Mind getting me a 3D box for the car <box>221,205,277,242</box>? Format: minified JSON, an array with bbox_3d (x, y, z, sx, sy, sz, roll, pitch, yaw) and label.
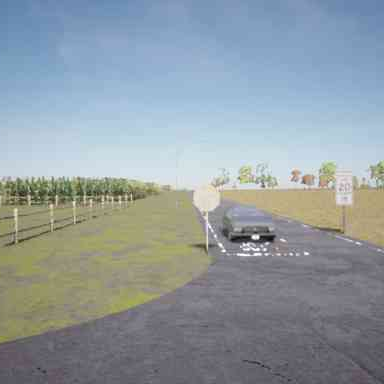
[{"bbox_3d":[2.451,1.343,15.609,2.033,1.411,5.357,0,1,-1],"label":"car"}]
